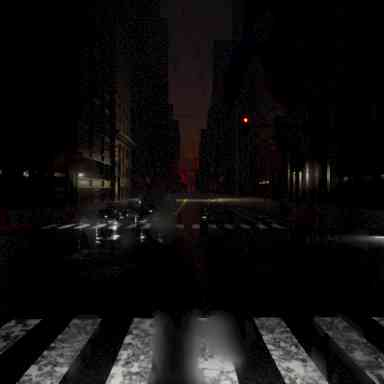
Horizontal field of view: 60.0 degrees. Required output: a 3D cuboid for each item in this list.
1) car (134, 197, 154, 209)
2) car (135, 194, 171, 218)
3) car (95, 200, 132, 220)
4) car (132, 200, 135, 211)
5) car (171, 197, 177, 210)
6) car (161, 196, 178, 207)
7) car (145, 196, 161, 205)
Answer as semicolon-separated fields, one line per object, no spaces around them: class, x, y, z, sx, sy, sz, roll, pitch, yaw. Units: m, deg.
car;-6.615;1.456;46.460;2.128;1.511;4.902;0;0;0
car;-3.364;1.203;29.983;2.150;2.045;5.566;0;0;0
car;-6.632;1.584;27.936;1.895;1.301;4.718;0;0;1
car;-6.618;1.575;37.052;1.895;1.301;4.718;0;0;0
car;-3.367;1.463;40.077;2.128;1.511;4.902;0;0;0
car;-3.358;1.450;50.499;2.128;1.511;4.902;0;0;0
car;-6.588;1.495;57.115;2.033;1.411;5.357;0;0;0
